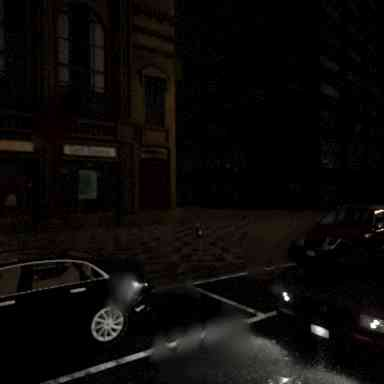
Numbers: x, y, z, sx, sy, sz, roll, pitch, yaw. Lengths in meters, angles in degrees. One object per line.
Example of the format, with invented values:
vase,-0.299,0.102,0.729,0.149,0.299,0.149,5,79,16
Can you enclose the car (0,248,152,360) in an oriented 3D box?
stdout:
car,-2.702,1.553,4.733,4.403,1.369,2.008,0,-1,-36

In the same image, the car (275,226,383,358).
car,3.953,1.566,6.202,5.357,1.411,2.033,0,0,-36

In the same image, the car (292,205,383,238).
car,5.244,1.342,10.423,5.009,1.841,2.192,0,-1,-36
